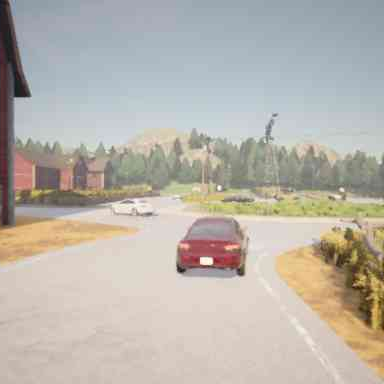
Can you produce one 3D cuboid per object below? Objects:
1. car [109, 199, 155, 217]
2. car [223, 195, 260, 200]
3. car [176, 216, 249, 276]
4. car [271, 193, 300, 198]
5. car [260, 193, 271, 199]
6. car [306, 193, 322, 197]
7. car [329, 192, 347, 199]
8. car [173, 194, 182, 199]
[{"bbox_3d":[-5.228,1.302,28.947,4.674,1.442,1.812,1,1,37],"label":"car"},{"bbox_3d":[7.538,1.245,53.333,5.357,1.411,2.033,0,1,-13],"label":"car"},{"bbox_3d":[0.730,1.468,10.178,1.812,1.442,4.674,0,0,10],"label":"car"},{"bbox_3d":[17.984,0.953,63.058,4.605,1.855,1.932,0,0,3],"label":"car"},{"bbox_3d":[18.889,1.037,85.521,3.905,1.438,1.784,0,0,3],"label":"car"},{"bbox_3d":[31.797,1.019,86.092,4.193,1.474,1.816,0,0,3],"label":"car"},{"bbox_3d":[31.714,0.903,72.597,3.866,1.878,1.905,0,0,3],"label":"car"},{"bbox_3d":[-3.489,1.132,81.771,1.895,1.301,4.718,0,0,3],"label":"car"}]
